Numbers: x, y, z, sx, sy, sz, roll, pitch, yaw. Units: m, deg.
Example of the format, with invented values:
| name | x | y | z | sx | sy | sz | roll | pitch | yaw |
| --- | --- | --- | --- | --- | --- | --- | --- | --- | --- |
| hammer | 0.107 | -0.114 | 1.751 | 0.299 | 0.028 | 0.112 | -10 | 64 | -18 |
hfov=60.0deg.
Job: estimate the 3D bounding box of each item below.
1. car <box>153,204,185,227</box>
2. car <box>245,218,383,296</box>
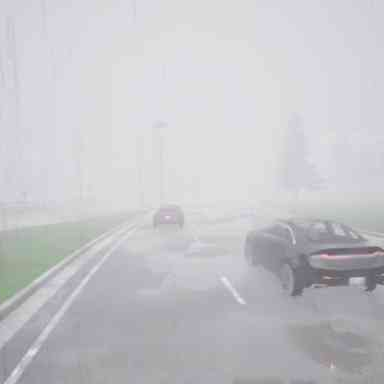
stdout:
| name | x | y | z | sx | sy | sz | roll | pitch | yaw |
| --- | --- | --- | --- | --- | --- | --- | --- | --- | --- |
| car | -1.518 | 1.518 | 22.518 | 1.994 | 1.385 | 4.181 | -1 | 0 | -1 |
| car | 2.737 | 1.398 | 8.442 | 2.128 | 1.511 | 4.902 | -1 | 0 | -6 |
